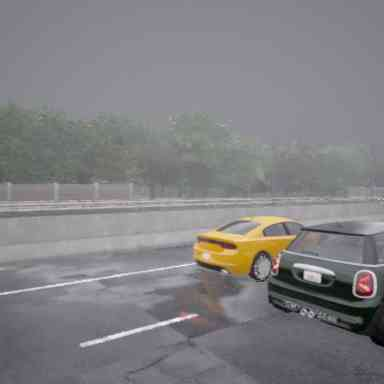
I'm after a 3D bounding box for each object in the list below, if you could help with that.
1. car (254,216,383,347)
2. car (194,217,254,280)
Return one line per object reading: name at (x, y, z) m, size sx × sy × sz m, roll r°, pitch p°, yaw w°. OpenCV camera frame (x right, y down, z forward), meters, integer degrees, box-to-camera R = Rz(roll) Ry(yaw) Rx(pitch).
car at (3.618, 1.339, 6.444) m, size 4.553 × 1.767 × 2.097 m, roll 0°, pitch 0°, yaw -35°
car at (2.383, 1.463, 9.863) m, size 5.008 × 1.535 × 1.882 m, roll 0°, pitch 0°, yaw -35°
